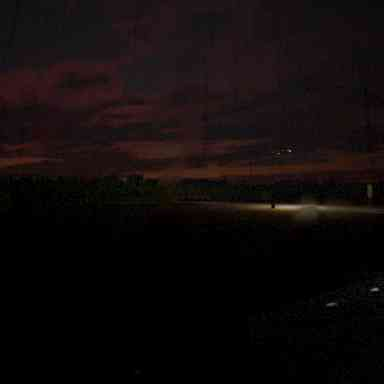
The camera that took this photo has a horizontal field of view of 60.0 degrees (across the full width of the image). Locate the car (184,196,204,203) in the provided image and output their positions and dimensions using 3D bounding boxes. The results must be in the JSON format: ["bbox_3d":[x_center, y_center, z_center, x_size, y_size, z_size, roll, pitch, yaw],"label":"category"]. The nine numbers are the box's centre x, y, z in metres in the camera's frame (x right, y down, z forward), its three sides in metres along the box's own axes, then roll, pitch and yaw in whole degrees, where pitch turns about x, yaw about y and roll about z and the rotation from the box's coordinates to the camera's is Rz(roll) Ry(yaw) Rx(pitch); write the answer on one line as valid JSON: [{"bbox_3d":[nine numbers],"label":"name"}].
[{"bbox_3d":[0.332,1.330,63.468,1.895,1.301,4.718,-1,1,-35],"label":"car"}]
